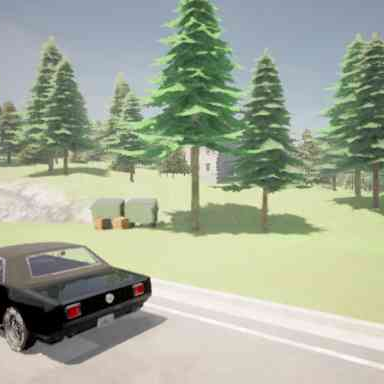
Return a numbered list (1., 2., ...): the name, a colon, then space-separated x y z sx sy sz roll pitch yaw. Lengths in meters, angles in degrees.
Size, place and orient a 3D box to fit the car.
1. car: -3.072 1.604 6.182 4.718 1.301 1.895 0 0 35
